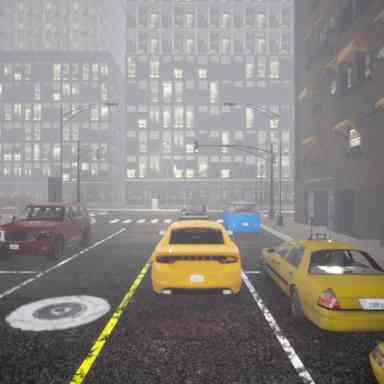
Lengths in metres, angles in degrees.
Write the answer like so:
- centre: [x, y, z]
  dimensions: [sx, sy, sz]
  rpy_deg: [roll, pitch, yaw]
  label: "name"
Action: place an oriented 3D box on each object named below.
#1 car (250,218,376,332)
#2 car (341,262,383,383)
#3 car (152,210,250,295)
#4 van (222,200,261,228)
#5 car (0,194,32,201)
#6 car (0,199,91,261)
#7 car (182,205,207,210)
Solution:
- centre: [2.577, 1.526, 6.944]
  dimensions: [1.752, 1.417, 4.829]
  rpy_deg: [0, 0, 0]
  label: "car"
- centre: [2.570, 1.525, 1.304]
  dimensions: [1.752, 1.417, 4.829]
  rpy_deg: [0, 0, 0]
  label: "car"
- centre: [0.111, 1.479, 8.774]
  dimensions: [1.882, 1.535, 5.008]
  rpy_deg: [0, 0, 0]
  label: "car"
- centre: [2.593, 1.345, 18.055]
  dimensions: [1.690, 1.788, 3.998]
  rpy_deg: [0, 0, 0]
  label: "van"
- centre: [-20.823, 1.110, 38.063]
  dimensions: [5.009, 1.841, 2.192]
  rpy_deg: [1, -1, 0]
  label: "car"
- centre: [-5.295, 1.317, 12.426]
  dimensions: [2.192, 1.841, 5.009]
  rpy_deg: [0, 0, 0]
  label: "car"
- centre: [0.132, 1.497, 19.975]
  dimensions: [2.128, 1.511, 4.902]
  rpy_deg: [0, 0, 0]
  label: "car"
